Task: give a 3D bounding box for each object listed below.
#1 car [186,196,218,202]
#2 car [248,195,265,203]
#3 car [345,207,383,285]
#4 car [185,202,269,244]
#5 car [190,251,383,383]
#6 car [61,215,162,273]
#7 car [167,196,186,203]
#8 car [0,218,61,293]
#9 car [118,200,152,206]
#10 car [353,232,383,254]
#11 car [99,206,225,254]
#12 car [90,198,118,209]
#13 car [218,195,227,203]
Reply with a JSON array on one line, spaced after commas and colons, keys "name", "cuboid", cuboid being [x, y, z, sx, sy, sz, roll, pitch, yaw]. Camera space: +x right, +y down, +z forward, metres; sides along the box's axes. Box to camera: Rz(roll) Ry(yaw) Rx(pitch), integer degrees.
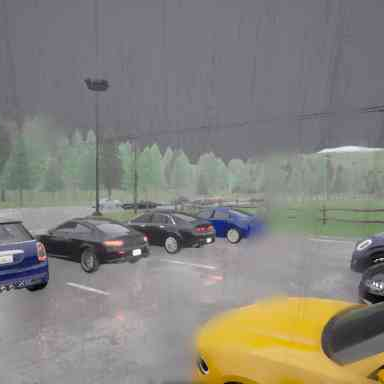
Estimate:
[{"name": "car", "cuboid": [1.613, 1.527, 52.393, 1.812, 1.442, 4.674, 0, 1, 36]}, {"name": "car", "cuboid": [13.343, 1.352, 68.320, 2.097, 1.767, 4.553, 0, 0, 36]}, {"name": "car", "cuboid": [6.376, 1.351, 8.043, 4.553, 1.767, 2.097, 0, 0, 35]}, {"name": "car", "cuboid": [1.164, 1.478, 15.996, 5.008, 1.535, 1.882, 0, 0, 36]}, {"name": "car", "cuboid": [2.289, 1.478, 2.362, 5.008, 1.535, 1.882, 0, 0, 35]}, {"name": "car", "cuboid": [-3.408, 1.526, 10.665, 4.674, 1.442, 1.812, 0, 0, 36]}, {"name": "car", "cuboid": [-2.384, 1.506, 58.781, 1.837, 1.490, 4.892, 0, 0, 36]}, {"name": "car", "cuboid": [-5.400, 1.352, 7.785, 4.553, 1.767, 2.097, 0, 0, 36]}, {"name": "car", "cuboid": [-6.484, 1.600, 41.241, 1.895, 1.301, 4.718, 0, 0, 35]}, {"name": "car", "cuboid": [5.069, 1.492, 4.677, 4.902, 1.511, 2.128, 0, 0, 35]}, {"name": "car", "cuboid": [-1.356, 1.505, 13.502, 4.892, 1.490, 1.837, 0, 0, 36]}, {"name": "car", "cuboid": [-11.845, 1.526, 45.781, 1.812, 1.442, 4.674, 0, 0, 36]}, {"name": "car", "cuboid": [5.512, 1.477, 69.462, 1.882, 1.535, 5.008, 0, 0, 36]}]
